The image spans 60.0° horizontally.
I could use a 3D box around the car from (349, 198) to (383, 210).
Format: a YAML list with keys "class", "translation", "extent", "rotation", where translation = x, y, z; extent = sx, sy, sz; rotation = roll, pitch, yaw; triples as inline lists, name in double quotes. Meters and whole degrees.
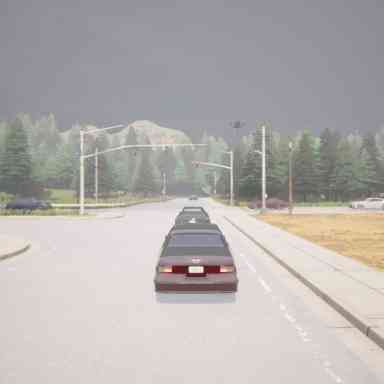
- class: "car"
  translation: [21.410, 1.428, 40.039]
  extent: [4.674, 1.442, 1.812]
  rotation: [-1, 0, 1]

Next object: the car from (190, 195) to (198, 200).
- class: "car"
  translation: [0.645, 1.421, 91.797]
  extent: [1.994, 1.385, 4.181]
  rotation: [0, 0, 2]

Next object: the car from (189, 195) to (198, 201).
- class: "car"
  translation: [0.276, 1.479, 81.817]
  extent: [1.895, 1.301, 4.718]
  rotation: [0, 0, 2]

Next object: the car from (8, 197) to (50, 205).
- class: "car"
  translation: [-18.034, 1.388, 37.100]
  extent: [4.553, 1.767, 2.097]
  rotation: [0, 0, 1]

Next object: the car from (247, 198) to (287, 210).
- class: "car"
  translation: [9.034, 1.468, 40.278]
  extent: [4.674, 1.442, 1.812]
  rotation: [0, 0, 1]

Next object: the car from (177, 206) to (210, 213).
- class: "car"
  translation: [0.070, 1.535, 19.534]
  extent: [1.994, 1.385, 4.181]
  rotation: [0, 0, 1]

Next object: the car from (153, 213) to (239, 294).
- class: "car"
  translation: [0.085, 1.538, 8.927]
  extent: [2.033, 1.411, 5.357]
  rotation: [0, 0, 0]
